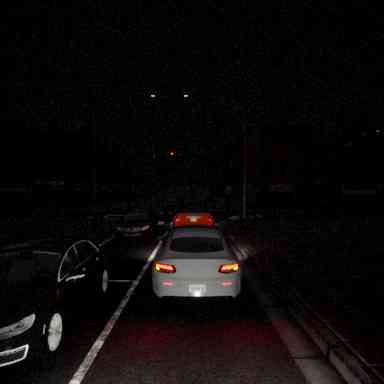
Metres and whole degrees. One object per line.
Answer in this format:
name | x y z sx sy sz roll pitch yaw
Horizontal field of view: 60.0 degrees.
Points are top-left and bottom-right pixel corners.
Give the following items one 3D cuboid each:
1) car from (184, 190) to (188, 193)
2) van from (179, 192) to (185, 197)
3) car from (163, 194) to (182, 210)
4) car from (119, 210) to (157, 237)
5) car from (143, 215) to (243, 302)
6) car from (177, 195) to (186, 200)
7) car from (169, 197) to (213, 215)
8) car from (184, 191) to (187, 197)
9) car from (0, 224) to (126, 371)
car | -2.758 1.128 93.358 2.192 1.841 5.009 -1 1 0
van | -2.734 1.356 65.645 1.690 1.788 3.998 -1 0 0
car | -2.712 1.481 43.489 1.967 1.590 4.097 -2 0 0
car | -2.676 1.582 16.712 1.802 1.307 4.206 -2 0 0
car | 0.091 1.522 8.110 1.812 1.442 4.674 0 0 0
car | -2.749 1.425 87.809 2.008 1.369 4.403 -1 0 0
car | 0.080 1.352 18.072 2.097 1.767 4.553 0 0 0
car | -2.741 1.305 71.188 2.192 1.841 5.009 -1 0 0
car | -2.665 1.548 5.817 2.008 1.369 4.403 -2 0 0
